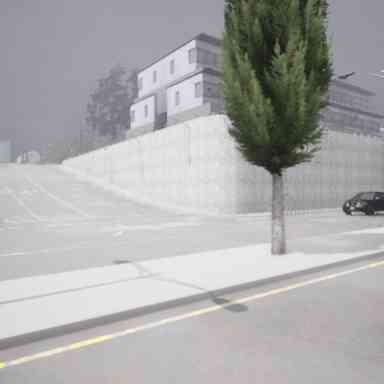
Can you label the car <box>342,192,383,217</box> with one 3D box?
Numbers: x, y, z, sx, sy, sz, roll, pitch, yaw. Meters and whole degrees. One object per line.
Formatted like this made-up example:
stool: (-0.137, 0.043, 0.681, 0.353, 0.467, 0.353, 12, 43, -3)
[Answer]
car: (15.544, 1.002, 29.202, 5.566, 2.045, 2.150, 0, 0, -35)
